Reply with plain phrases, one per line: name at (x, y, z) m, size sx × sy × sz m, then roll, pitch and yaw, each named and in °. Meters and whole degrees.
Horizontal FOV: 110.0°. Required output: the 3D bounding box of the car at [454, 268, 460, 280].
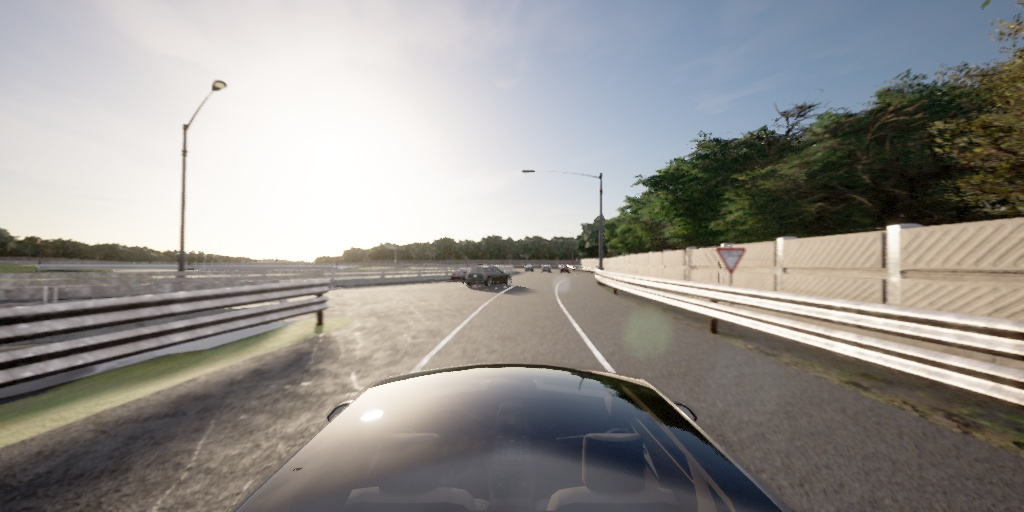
car at (-3.140, 1.831, 34.942) m, size 2.128 × 1.511 × 4.902 m, roll 0°, pitch -1°, yaw 25°

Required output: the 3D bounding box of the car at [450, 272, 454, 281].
car at (-4.979, 1.982, 39.371) m, size 1.994 × 1.385 × 4.181 m, roll 0°, pitch -1°, yaw 24°

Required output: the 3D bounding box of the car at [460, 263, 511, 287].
car at (-1.868, 1.599, 29.745) m, size 2.097 × 1.767 × 4.553 m, roll 0°, pitch -1°, yaw 28°
